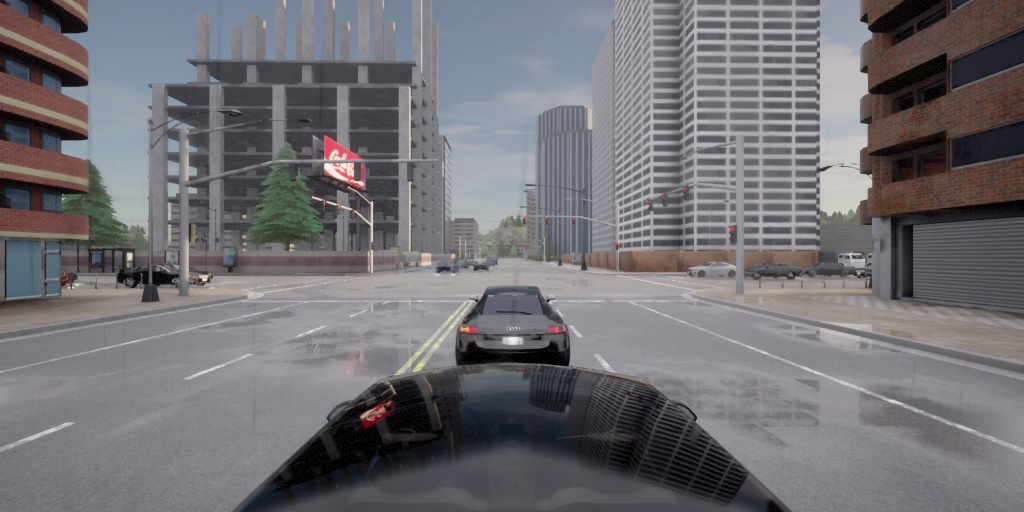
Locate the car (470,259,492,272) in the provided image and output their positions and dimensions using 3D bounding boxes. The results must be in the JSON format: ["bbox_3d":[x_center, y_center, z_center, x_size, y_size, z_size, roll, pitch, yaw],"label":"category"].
[{"bbox_3d":[-4.019,1.351,47.071,1.895,1.301,4.718,0,0,-1],"label":"car"}]

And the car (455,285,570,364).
[{"bbox_3d":[0.011,1.314,7.691,1.994,1.385,4.181,0,0,0],"label":"car"}]

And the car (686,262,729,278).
[{"bbox_3d":[19.089,1.276,34.078,4.674,1.442,1.812,0,0,-1],"label":"car"}]

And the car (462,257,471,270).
[{"bbox_3d":[-7.576,1.241,53.566,2.128,1.511,4.902,0,0,0],"label":"car"}]

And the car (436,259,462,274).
[{"bbox_3d":[-7.472,1.102,41.794,2.097,1.767,4.553,0,0,-1],"label":"car"}]

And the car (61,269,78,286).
[{"bbox_3d":[-31.113,1.102,22.657,4.553,1.767,2.097,0,0,-1],"label":"car"}]

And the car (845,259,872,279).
[{"bbox_3d":[32.227,1.241,30.776,4.902,1.511,2.128,0,0,-1],"label":"car"}]

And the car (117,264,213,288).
[{"bbox_3d":[-22.011,1.241,22.787,4.902,1.511,2.128,0,0,-1],"label":"car"}]

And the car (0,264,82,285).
[{"bbox_3d":[-34.594,1.314,26.109,4.181,1.385,1.994,0,0,-1],"label":"car"}]

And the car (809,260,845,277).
[{"bbox_3d":[29.671,1.297,34.247,5.357,1.411,2.033,0,0,-1],"label":"car"}]

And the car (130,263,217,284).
[{"bbox_3d":[-24.691,1.276,26.270,4.674,1.442,1.812,0,0,-1],"label":"car"}]

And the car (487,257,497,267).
[{"bbox_3d":[-4.141,1.314,63.711,1.994,1.385,4.181,0,0,0],"label":"car"}]

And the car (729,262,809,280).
[{"bbox_3d":[21.853,1.241,30.638,4.902,1.511,2.128,0,0,-1],"label":"car"}]
